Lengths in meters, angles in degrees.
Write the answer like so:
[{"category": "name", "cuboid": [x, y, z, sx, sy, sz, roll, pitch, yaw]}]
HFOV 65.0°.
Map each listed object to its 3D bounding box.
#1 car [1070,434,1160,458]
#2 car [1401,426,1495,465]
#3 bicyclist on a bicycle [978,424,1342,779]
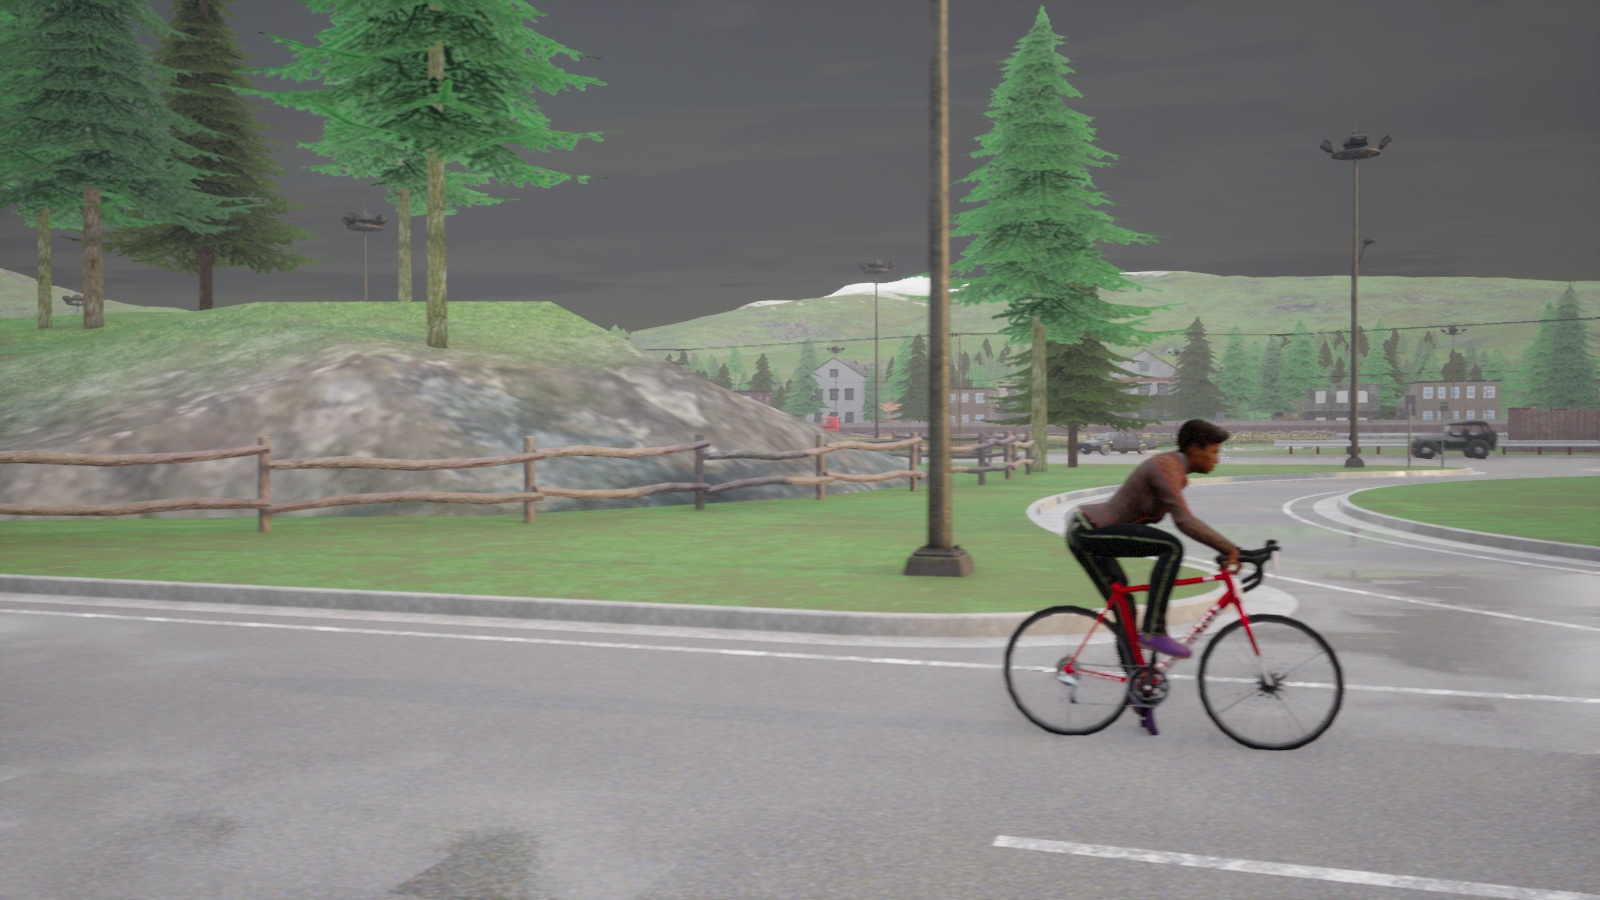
[{"category": "car", "cuboid": [19.220, -0.280, 76.553, 5.357, 1.411, 2.033, 0, 1, -29]}, {"category": "car", "cuboid": [32.049, -0.255, 62.201, 3.866, 1.878, 1.905, 0, 1, 18]}, {"category": "bicyclist on a bicycle", "cuboid": [1.775, 0.685, 6.288, 1.656, 1.620, 0.582, 1, 1, 19]}]
